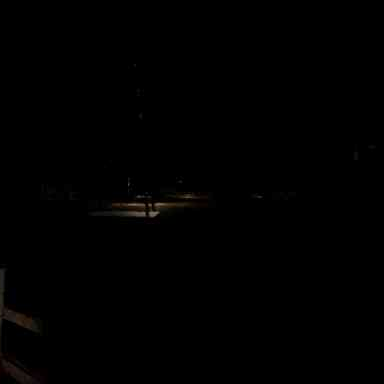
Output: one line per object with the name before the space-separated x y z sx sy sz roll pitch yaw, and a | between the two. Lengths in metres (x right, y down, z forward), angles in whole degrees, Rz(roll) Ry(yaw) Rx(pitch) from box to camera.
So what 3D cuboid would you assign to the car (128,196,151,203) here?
car | -10.509 1.372 67.342 2.033 1.411 5.357 2 1 35
